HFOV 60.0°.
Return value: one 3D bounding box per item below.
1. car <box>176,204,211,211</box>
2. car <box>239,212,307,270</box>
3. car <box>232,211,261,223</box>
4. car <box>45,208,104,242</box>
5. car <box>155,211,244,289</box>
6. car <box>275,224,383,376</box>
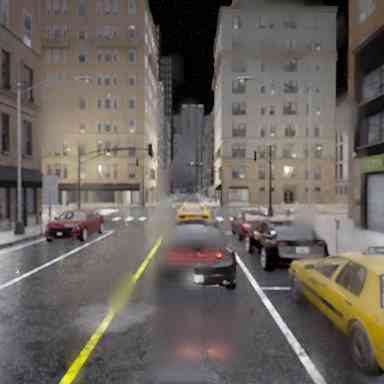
[{"bbox_3d":[0.099,1.460,19.552,1.882,1.535,5.008,0,0,1],"label":"car"},{"bbox_3d":[2.903,1.556,10.771,1.947,1.339,4.313,-1,0,0],"label":"car"},{"bbox_3d":[2.922,1.567,16.357,1.802,1.307,4.206,-1,0,0],"label":"car"},{"bbox_3d":[-5.623,1.530,16.383,1.887,1.381,4.507,-1,0,0],"label":"car"},{"bbox_3d":[0.097,1.497,9.125,1.837,1.490,4.892,0,0,0],"label":"car"},{"bbox_3d":[2.884,1.521,5.355,1.752,1.417,4.829,-1,0,0],"label":"car"}]
